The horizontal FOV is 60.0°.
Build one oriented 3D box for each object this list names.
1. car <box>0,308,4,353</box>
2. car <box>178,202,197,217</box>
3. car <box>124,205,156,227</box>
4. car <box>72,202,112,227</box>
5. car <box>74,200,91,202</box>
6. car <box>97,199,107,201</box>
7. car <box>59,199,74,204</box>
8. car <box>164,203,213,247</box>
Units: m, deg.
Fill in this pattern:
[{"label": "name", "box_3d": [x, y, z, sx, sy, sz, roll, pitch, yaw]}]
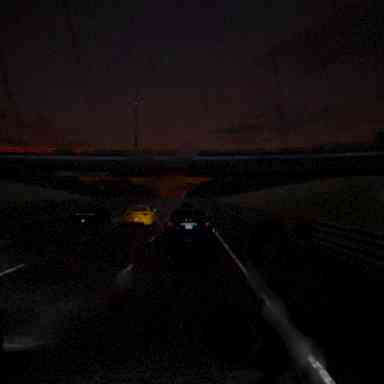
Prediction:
[{"label": "car", "box_3d": [-3.466, 1.371, 2.476, 2.097, 1.767, 4.553, 0, -1, -1]}, {"label": "car", "box_3d": [-0.506, 1.937, 38.141, 2.033, 1.411, 5.357, 0, -1, -1]}, {"label": "car", "box_3d": [-3.794, 1.725, 24.925, 1.882, 1.535, 5.008, 0, -1, -1]}, {"label": "car", "box_3d": [-7.289, 1.728, 24.566, 2.128, 1.511, 4.902, 0, -1, -1]}, {"label": "car", "box_3d": [-22.026, 2.263, 68.162, 1.895, 1.301, 4.718, 0, -1, -1]}, {"label": "car", "box_3d": [-18.527, 2.176, 68.244, 1.837, 1.490, 4.892, 0, -1, -1]}, {"label": "car", "box_3d": [-25.526, 2.160, 68.143, 1.837, 1.490, 4.892, 0, -1, -1]}, {"label": "car", "box_3d": [-0.166, 1.518, 16.150, 2.097, 1.767, 4.553, 0, -1, -1]}]
